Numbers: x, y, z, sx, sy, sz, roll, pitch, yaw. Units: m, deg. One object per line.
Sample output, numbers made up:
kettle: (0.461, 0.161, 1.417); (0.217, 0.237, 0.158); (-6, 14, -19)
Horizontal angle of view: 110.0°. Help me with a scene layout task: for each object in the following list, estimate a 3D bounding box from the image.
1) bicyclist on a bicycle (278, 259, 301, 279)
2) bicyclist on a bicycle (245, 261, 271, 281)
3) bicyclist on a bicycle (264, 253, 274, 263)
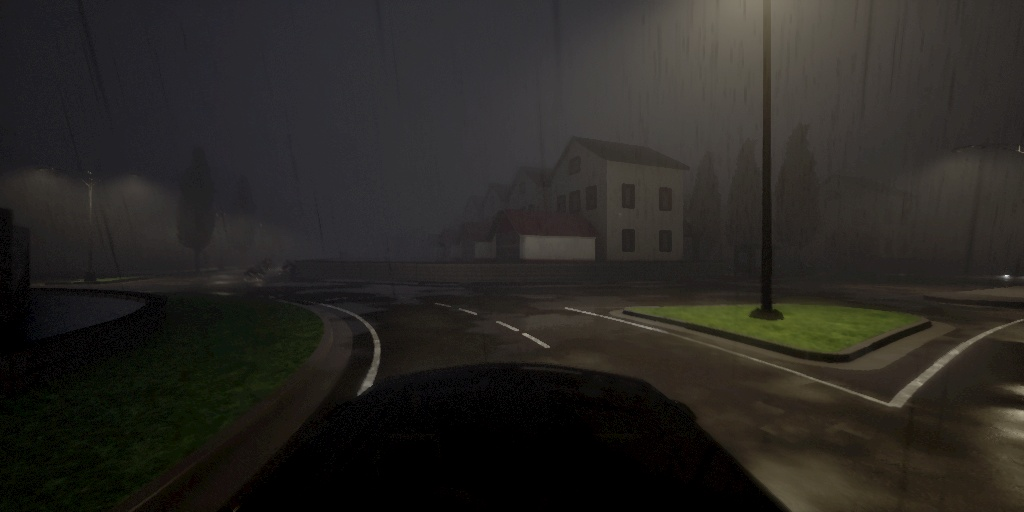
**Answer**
bicyclist on a bicycle: (-18.138, 1.076, 29.282); (1.656, 1.620, 0.582); (1, 1, -38)
bicyclist on a bicycle: (-19.958, 1.419, 28.009); (1.620, 1.656, 0.582); (10, 32, -13)
bicyclist on a bicycle: (-19.923, 0.527, 29.318); (0.582, 1.656, 1.620); (21, -11, -19)
